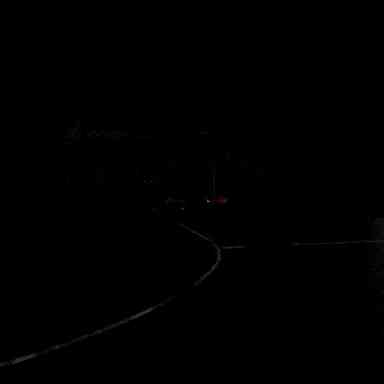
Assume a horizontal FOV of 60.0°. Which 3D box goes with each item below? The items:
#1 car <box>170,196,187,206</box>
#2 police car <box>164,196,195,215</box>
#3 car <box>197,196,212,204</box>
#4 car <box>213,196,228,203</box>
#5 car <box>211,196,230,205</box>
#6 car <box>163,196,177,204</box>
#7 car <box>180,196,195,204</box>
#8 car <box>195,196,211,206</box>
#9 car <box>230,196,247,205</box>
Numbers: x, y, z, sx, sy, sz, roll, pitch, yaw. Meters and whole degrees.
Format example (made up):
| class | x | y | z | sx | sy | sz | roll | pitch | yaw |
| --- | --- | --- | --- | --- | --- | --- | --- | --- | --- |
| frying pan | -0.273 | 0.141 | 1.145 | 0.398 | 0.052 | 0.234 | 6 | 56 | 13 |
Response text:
| class | x | y | z | sx | sy | sz | roll | pitch | yaw |
| --- | --- | --- | --- | --- | --- | --- | --- | --- | --- |
| car | -2.286 | 1.492 | 55.678 | 2.128 | 1.511 | 4.902 | 0 | 0 | -12 |
| police car | -1.452 | 1.425 | 34.698 | 1.930 | 1.638 | 5.238 | 0 | 0 | -12 |
| car | 2.426 | 1.505 | 67.287 | 1.837 | 1.490 | 4.892 | 0 | 0 | -12 |
| car | 5.851 | 1.526 | 68.007 | 1.812 | 1.442 | 4.674 | 0 | 0 | -12 |
| car | 4.534 | 1.601 | 57.263 | 1.895 | 1.301 | 4.718 | 0 | 0 | -12 |
| car | -4.425 | 1.492 | 65.847 | 2.128 | 1.511 | 4.902 | 0 | 0 | -12 |
| car | -0.999 | 1.547 | 66.567 | 2.033 | 1.411 | 5.357 | 0 | 0 | -12 |
| car | 1.155 | 1.547 | 56.326 | 2.033 | 1.411 | 5.357 | 0 | 0 | -12 |
| car | 7.965 | 1.491 | 57.956 | 2.128 | 1.511 | 4.902 | 0 | 0 | -12 |
